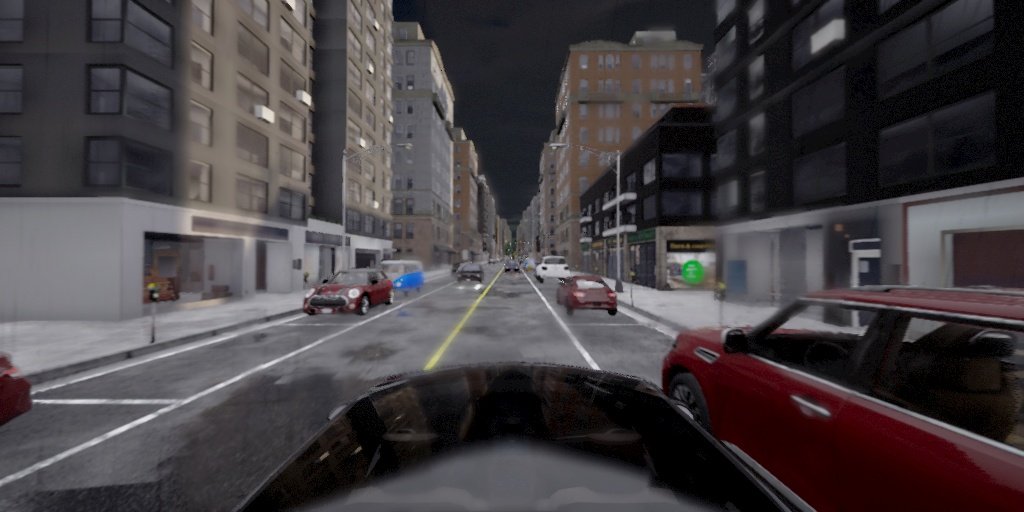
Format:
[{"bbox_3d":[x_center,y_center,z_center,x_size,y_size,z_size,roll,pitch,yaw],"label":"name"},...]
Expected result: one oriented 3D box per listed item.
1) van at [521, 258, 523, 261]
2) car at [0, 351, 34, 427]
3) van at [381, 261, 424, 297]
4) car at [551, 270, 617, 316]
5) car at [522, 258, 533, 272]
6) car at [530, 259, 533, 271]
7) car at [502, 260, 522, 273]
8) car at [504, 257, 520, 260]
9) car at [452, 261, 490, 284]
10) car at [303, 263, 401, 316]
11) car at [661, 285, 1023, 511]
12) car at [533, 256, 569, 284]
[{"bbox_3d":[2.662,1.210,53.035,1.690,1.789,3.998,0,0,0],"label":"van"},{"bbox_3d":[-5.857,1.333,1.980,1.802,1.307,4.207,0,0,0],"label":"car"},{"bbox_3d":[-5.859,1.131,18.999,1.690,1.789,3.998,0,0,0],"label":"van"},{"bbox_3d":[2.668,1.359,13.321,1.802,1.307,4.207,0,0,0],"label":"car"},{"bbox_3d":[2.663,1.382,47.531,1.751,1.417,4.829,0,0,0],"label":"car"},{"bbox_3d":[3.135,1.307,35.107,1.882,1.535,5.008,0,0,0],"label":"car"},{"bbox_3d":[0.001,1.483,46.409,1.895,1.301,4.718,0,0,0],"label":"car"},{"bbox_3d":[0.042,1.433,64.178,1.812,1.442,4.674,0,0,2],"label":"car"},{"bbox_3d":[-3.104,1.361,28.344,2.033,1.411,5.357,0,0,0],"label":"car"},{"bbox_3d":[-5.858,1.217,13.326,1.967,1.591,4.097,0,0,0],"label":"car"},{"bbox_3d":[2.669,1.065,1.974,2.192,1.841,5.009,0,0,0],"label":"car"},{"bbox_3d":[3.103,1.041,28.137,2.150,2.045,5.566,0,0,0],"label":"car"}]
